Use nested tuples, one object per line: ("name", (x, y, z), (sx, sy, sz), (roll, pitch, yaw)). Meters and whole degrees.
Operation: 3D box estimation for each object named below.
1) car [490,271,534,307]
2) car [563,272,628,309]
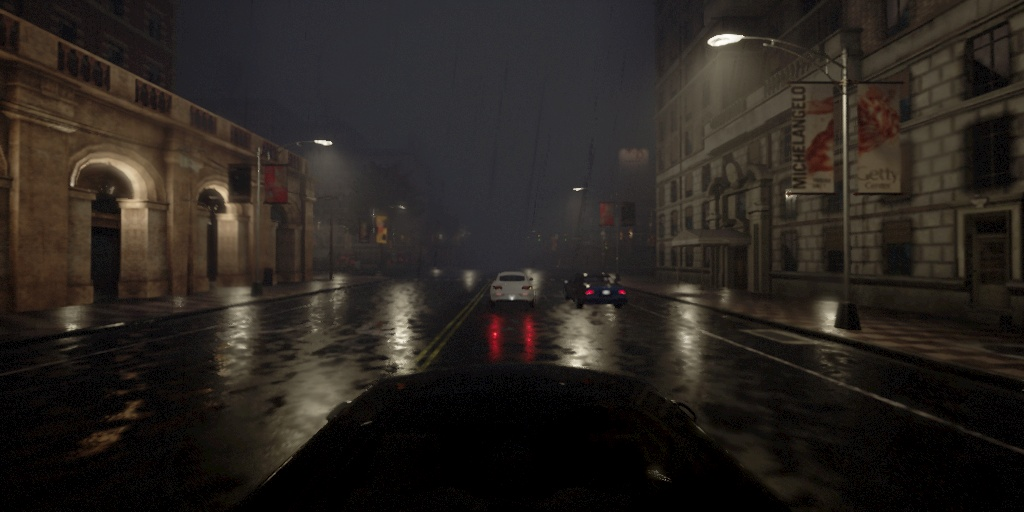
("car", (0.003, 1.412, 16.234), (1.812, 1.442, 4.674), (0, 0, 0))
("car", (3.501, 1.430, 15.847), (2.033, 1.411, 5.357), (0, -1, 0))
